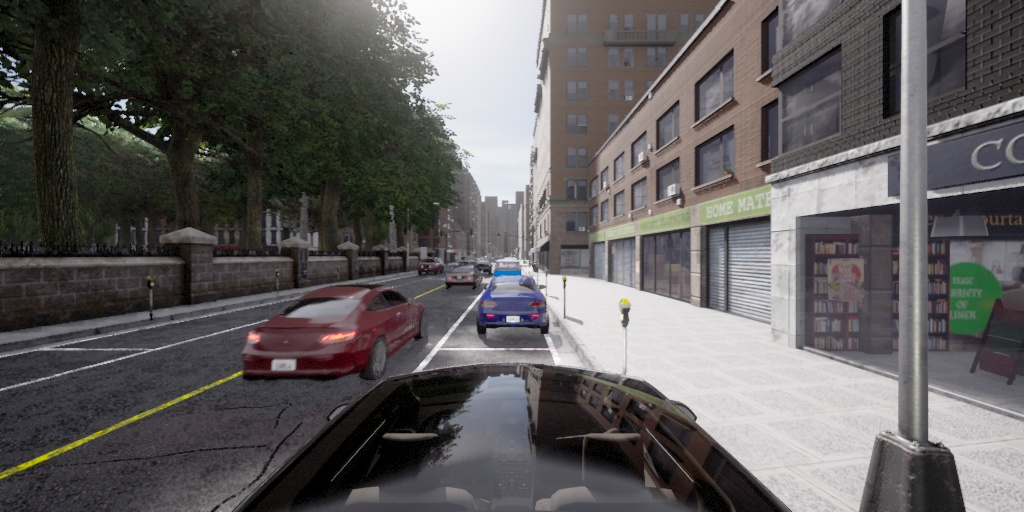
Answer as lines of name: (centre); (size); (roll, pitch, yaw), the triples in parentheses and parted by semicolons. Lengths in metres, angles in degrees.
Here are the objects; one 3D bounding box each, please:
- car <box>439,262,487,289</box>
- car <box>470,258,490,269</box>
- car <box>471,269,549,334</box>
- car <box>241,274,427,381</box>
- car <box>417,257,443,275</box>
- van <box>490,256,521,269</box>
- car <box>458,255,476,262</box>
car: (-2.988, 1.295, 22.946); (2.033, 1.411, 5.357); (0, 0, 0)
car: (-3.047, 1.240, 38.815); (1.837, 1.490, 4.892); (0, 0, 0)
car: (0.029, 1.276, 10.494); (1.812, 1.442, 4.674); (0, 0, 0)
car: (-3.030, 1.278, 7.069); (1.812, 1.442, 4.674); (0, 0, 0)
car: (-8.714, 1.054, 38.807); (2.192, 1.841, 5.009); (0, 0, 0)
van: (-0.233, 1.087, 21.844); (1.690, 1.789, 3.998); (0, 0, 0)
car: (-6.022, 0.938, 48.987); (2.150, 2.045, 5.566); (0, 0, 0)
